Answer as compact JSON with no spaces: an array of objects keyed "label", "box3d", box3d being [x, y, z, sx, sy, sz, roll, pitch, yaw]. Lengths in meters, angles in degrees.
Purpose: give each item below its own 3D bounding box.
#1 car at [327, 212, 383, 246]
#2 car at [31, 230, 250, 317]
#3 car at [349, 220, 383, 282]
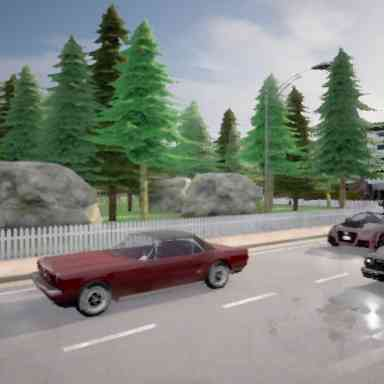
[{"label":"car","box3d":[7.390,1.516,13.526,4.181,1.385,1.994,0,0,-35]},{"label":"car","box3d":[-0.995,1.589,7.566,4.718,1.301,1.895,0,0,-35]},{"label":"car","box3d":[6.556,1.512,8.579,5.357,1.411,2.033,0,0,-35]}]
